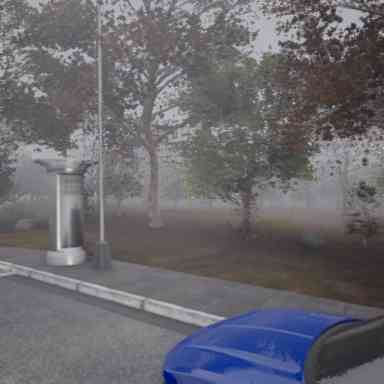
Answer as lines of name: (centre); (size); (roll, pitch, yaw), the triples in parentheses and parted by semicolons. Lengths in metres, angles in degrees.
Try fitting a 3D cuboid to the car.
car: (2.012, 1.479, 1.948); (5.008, 1.535, 1.882); (0, 0, 35)
